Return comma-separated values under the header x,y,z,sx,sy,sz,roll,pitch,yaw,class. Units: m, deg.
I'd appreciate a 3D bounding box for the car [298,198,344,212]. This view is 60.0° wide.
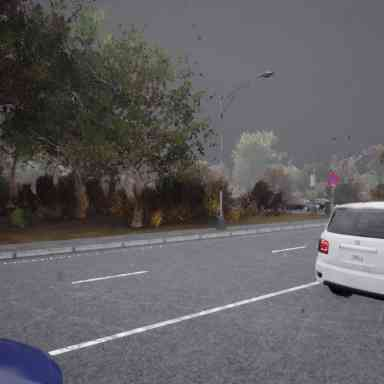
x,y,z,sx,sy,sz,roll,pitch,yaw,class
15.595,1.491,40.550,2.128,1.511,4.902,0,0,-32,car

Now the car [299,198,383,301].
x,y,z,sx,sy,sz,roll,pitch,yaw,class
5.071,1.221,7.369,5.566,2.045,2.150,0,0,-35,car

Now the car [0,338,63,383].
x,y,z,sx,sy,sz,roll,pitch,yaw,class
-3.051,1.526,1.567,4.674,1.442,1.812,0,0,-36,car

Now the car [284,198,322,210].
x,y,z,sx,sy,sz,roll,pitch,yaw,class
12.565,1.492,38.767,2.128,1.511,4.902,0,0,-33,car

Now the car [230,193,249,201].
x,y,z,sx,sy,sz,roll,pitch,yaw,class
6.071,1.202,49.065,2.150,2.045,5.566,0,1,-33,car
